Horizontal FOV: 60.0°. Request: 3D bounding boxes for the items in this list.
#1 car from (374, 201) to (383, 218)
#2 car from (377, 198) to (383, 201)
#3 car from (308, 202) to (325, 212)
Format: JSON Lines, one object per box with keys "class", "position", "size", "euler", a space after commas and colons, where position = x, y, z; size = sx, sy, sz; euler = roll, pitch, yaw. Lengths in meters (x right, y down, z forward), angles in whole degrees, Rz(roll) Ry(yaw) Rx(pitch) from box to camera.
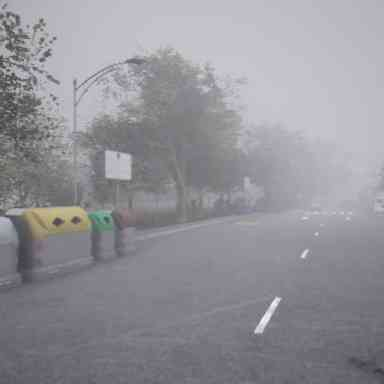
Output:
{"class": "car", "position": [19.549, 1.797, 29.350], "size": [5.366, 1.575, 1.946], "euler": [0, 0, 4]}
{"class": "car", "position": [22.195, 1.623, 34.844], "size": [5.566, 2.045, 2.435], "euler": [0, -1, 4]}
{"class": "car", "position": [18.632, 2.224, 49.541], "size": [2.033, 1.411, 5.357], "euler": [-1, -1, 28]}
